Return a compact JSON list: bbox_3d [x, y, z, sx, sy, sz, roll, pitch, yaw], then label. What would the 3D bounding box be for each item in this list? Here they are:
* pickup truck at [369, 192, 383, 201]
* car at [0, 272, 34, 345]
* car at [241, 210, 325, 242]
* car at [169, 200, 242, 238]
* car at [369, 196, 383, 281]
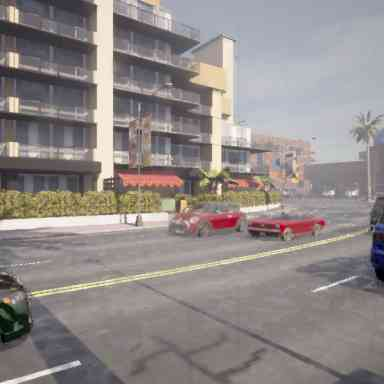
[{"bbox_3d":[46.182,1.062,81.496,6.274,2.098,2.390,0,0,-36],"label":"pickup truck"},{"bbox_3d":[-4.404,1.559,4.333,4.181,1.385,1.994,0,0,-36],"label":"car"},{"bbox_3d":[4.787,1.593,16.673,4.718,1.301,1.895,0,0,-44],"label":"car"},{"bbox_3d":[0.921,1.342,17.841,4.553,1.767,2.097,0,0,-44],"label":"car"},{"bbox_3d":[6.641,1.214,8.704,5.566,2.045,2.150,1,-1,-42],"label":"car"}]
